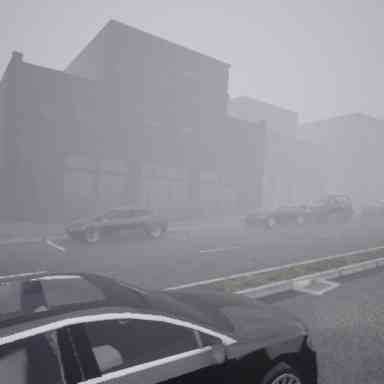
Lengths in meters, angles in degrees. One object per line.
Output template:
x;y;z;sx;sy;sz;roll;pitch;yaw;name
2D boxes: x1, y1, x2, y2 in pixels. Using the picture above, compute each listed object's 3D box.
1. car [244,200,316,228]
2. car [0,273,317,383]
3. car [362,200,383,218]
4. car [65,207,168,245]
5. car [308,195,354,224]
5.585;1.468;22.042;4.892;1.521;2.231;0;0;-36;car
-0.942;1.494;2.767;4.902;1.511;2.128;0;0;-36;car
17.652;1.507;30.802;4.892;1.521;2.231;0;0;-35;car
-3.415;1.467;15.566;4.792;1.488;2.163;0;0;-36;car
10.040;1.230;25.252;5.566;2.045;2.435;0;0;-36;car
